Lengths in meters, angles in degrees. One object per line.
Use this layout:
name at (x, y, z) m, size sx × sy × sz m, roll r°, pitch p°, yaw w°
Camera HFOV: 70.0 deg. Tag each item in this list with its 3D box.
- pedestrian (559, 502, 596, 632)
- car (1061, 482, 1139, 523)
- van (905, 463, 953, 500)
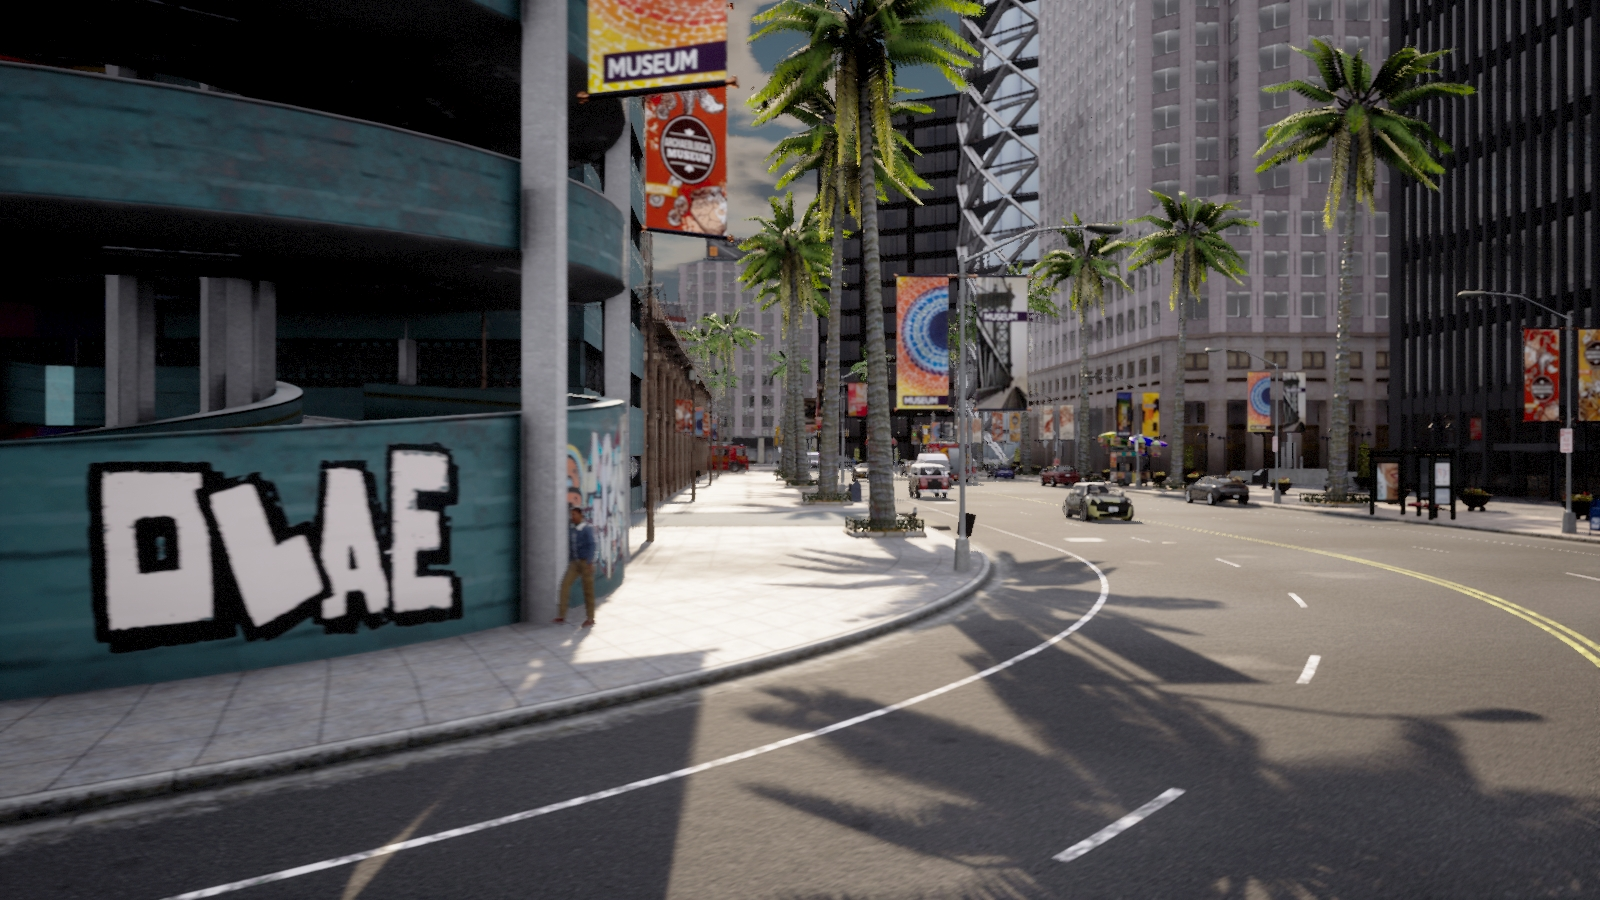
pedestrian at (-3.257, 1.702, 16.753) m, size 0.375 × 1.860 × 0.375 m, roll 0°, pitch 0°, yaw 35°
car at (11.961, 2.074, 45.803) m, size 1.970 × 1.475 × 3.806 m, roll 0°, pitch 0°, yaw -3°
van at (7.468, 1.799, 66.572) m, size 2.069 × 2.038 × 4.480 m, roll 0°, pitch 0°, yaw -3°
